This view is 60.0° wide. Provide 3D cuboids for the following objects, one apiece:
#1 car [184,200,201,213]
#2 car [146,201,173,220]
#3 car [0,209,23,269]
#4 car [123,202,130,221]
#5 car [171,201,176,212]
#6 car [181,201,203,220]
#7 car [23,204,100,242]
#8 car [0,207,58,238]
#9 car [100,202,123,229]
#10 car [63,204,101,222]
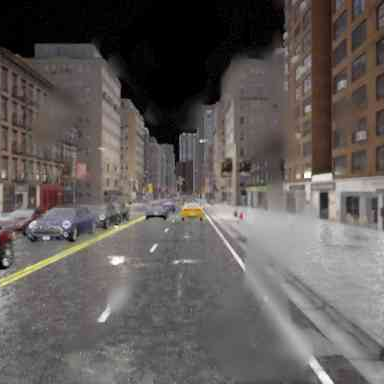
[{"bbox_3d":[0.051,1.955,45.396,2.128,1.511,4.902,0,-1,0],"label":"car"},{"bbox_3d":[-3.232,1.879,31.769,1.994,1.385,4.181,0,-1,0],"label":"car"},{"bbox_3d":[-6.591,1.430,8.459,2.097,1.767,4.553,0,-1,0],"label":"car"},{"bbox_3d":[-6.568,1.625,27.670,2.097,1.767,4.553,0,-1,0],"label":"car"},{"bbox_3d":[-3.193,1.995,45.942,1.812,1.442,4.674,0,-1,1],"label":"car"},{"bbox_3d":[0.011,1.786,31.152,1.882,1.535,5.008,0,-1,0],"label":"car"},{"bbox_3d":[-6.590,1.517,17.288,2.097,1.767,4.553,0,-1,0],"label":"car"},{"bbox_3d":[-9.845,1.716,19.814,1.812,1.442,4.674,0,-1,0],"label":"car"},{"bbox_3d":[-6.493,1.622,23.081,2.097,1.767,4.553,0,-1,0],"label":"car"},{"bbox_3d":[-9.804,1.822,29.956,1.812,1.442,4.674,0,-1,1],"label":"car"}]
